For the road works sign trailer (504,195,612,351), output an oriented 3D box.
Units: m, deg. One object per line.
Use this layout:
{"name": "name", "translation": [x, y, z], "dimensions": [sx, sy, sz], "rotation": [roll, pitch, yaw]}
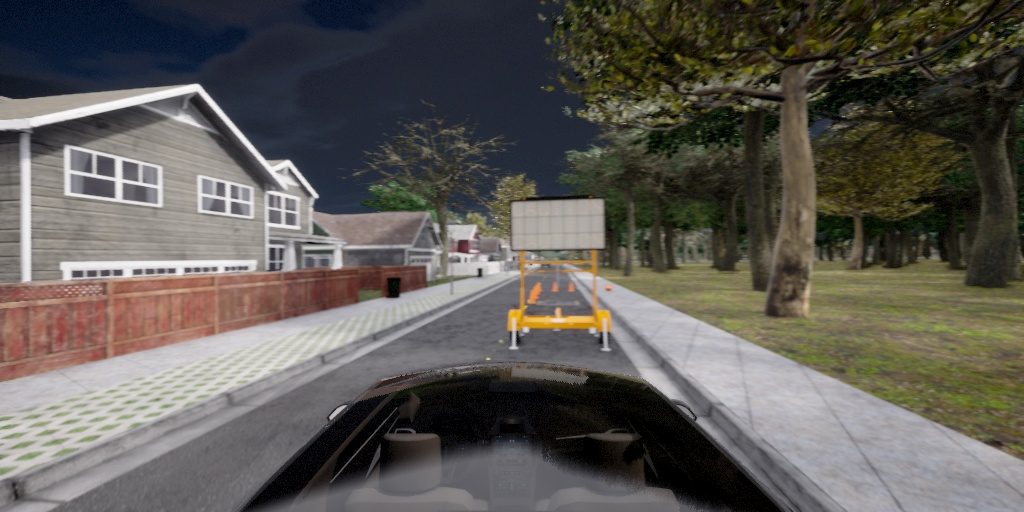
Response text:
{"name": "road works sign trailer", "translation": [1.205, 0.275, 9.218], "dimensions": [2.380, 3.560, 2.880], "rotation": [0, 0, 7]}
